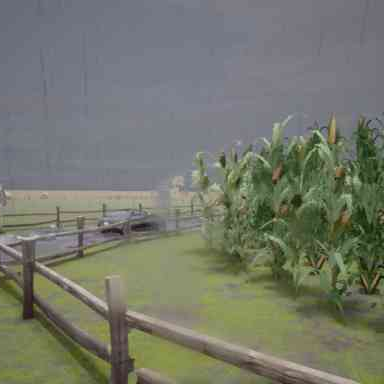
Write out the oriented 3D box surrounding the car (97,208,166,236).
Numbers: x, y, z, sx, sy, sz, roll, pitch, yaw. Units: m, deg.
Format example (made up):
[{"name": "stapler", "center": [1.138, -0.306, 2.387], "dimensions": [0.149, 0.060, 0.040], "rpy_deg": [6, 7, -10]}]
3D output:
[{"name": "car", "center": [-3.347, 1.635, 19.086], "dimensions": [1.994, 1.385, 4.181], "rpy_deg": [1, 0, 35]}]
